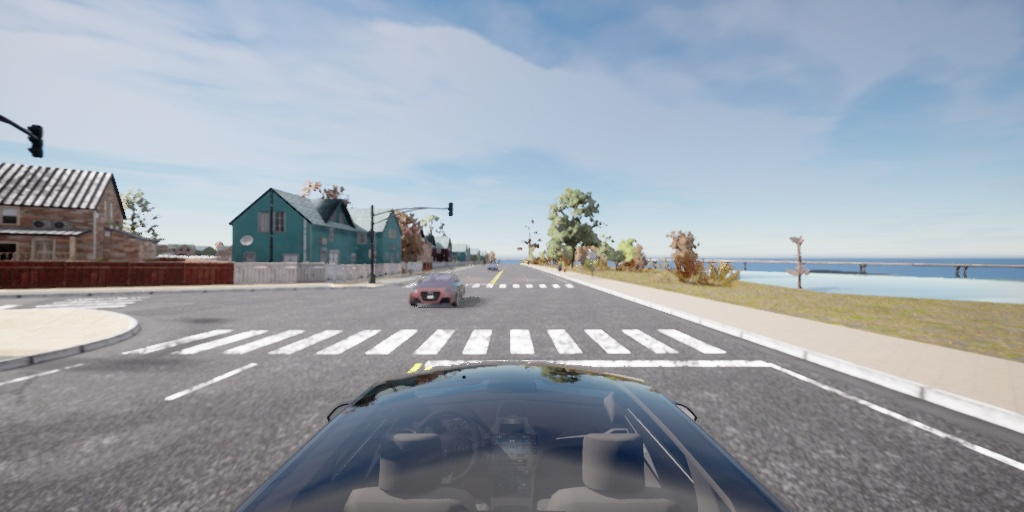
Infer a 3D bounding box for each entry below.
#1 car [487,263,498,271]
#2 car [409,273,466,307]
[{"bbox_3d":[-3.410,1.991,63.701,2.033,1.411,5.357,0,-1,0],"label":"car"},{"bbox_3d":[-3.288,1.481,16.445,1.994,1.385,4.181,0,-1,0],"label":"car"}]
